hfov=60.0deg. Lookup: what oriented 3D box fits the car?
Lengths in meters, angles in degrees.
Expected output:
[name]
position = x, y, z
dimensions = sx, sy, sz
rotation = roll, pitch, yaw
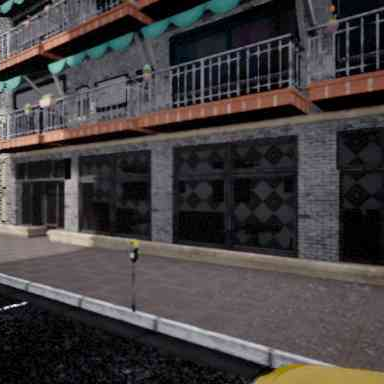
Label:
[car]
position = 2.228, 1.514, 1.275
dimensions = 4.829, 1.417, 1.752
rotation = -1, 0, 36
